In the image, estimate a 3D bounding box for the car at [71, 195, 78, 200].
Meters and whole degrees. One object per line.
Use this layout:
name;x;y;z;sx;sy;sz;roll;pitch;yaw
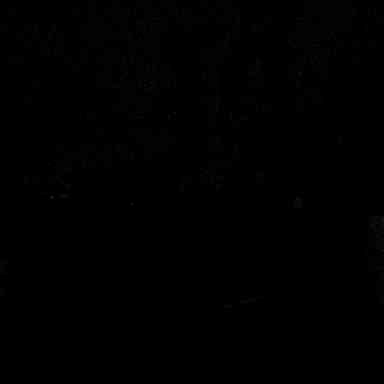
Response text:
car;-17.689;1.166;54.312;1.994;1.385;4.181;0;0;-39

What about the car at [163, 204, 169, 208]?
car;-4.556;1.474;43.412;1.812;1.442;4.674;0;0;-39
